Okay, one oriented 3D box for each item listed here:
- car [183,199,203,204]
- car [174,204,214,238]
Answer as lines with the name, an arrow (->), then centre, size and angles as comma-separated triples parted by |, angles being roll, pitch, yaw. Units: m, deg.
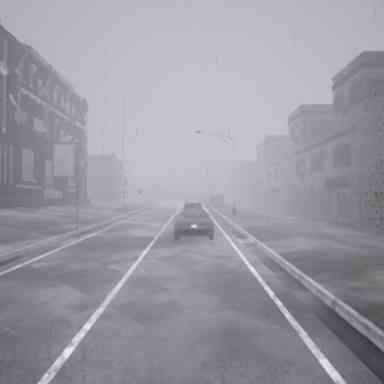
car -> 0.107, 1.484, 35.446 | 1.882, 1.535, 5.008 | 0, 0, 0
car -> 0.104, 1.567, 17.562 | 1.994, 1.385, 4.181 | 0, 0, 0
